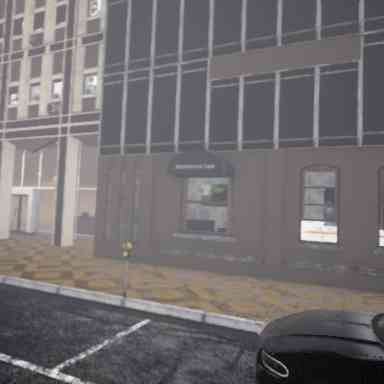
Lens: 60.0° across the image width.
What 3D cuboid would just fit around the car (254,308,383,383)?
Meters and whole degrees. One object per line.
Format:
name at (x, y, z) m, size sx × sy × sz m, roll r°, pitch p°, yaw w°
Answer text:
car at (3.122, 1.788, 3.142) m, size 5.008 × 1.535 × 1.882 m, roll 1°, pitch -3°, yaw 25°
